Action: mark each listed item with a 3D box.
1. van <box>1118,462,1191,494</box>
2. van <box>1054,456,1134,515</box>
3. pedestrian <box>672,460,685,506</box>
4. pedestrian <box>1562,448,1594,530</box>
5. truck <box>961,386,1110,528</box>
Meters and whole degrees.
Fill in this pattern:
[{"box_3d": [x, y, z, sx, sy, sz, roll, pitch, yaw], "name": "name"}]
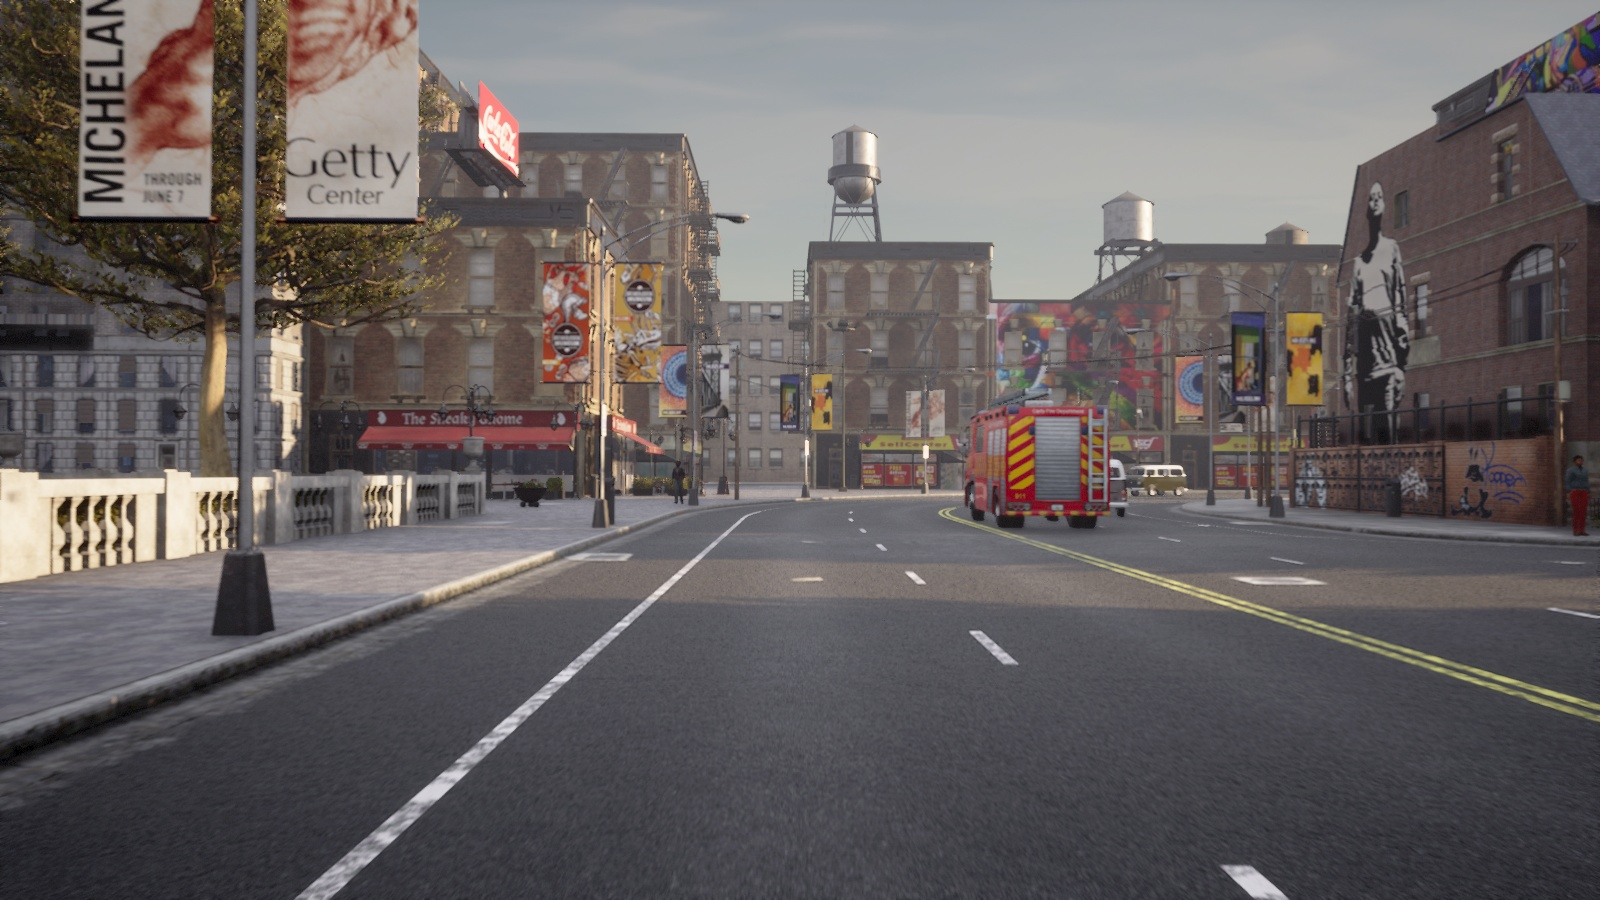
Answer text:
[{"box_3d": [23.020, 1.811, 81.566, 4.480, 2.038, 2.069, 0, -1, -32], "name": "van"}, {"box_3d": [10.577, 1.257, 45.449, 2.069, 2.038, 4.480, 0, -1, 3], "name": "van"}, {"box_3d": [-5.042, 1.364, 52.094, 0.402, 1.930, 0.666, 0, -1, 8], "name": "pedestrian"}, {"box_3d": [17.751, 0.880, 28.647, 0.353, 1.847, 0.614, 0, -1, 3], "name": "pedestrian"}, {"box_3d": [6.908, 0.262, 38.190, 2.891, 3.827, 8.468, 0, -1, 0], "name": "truck"}]
